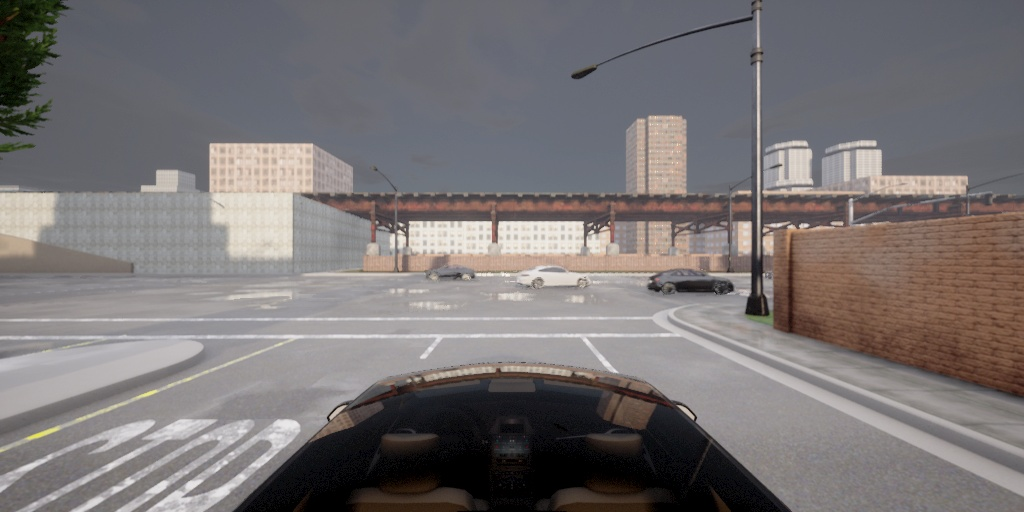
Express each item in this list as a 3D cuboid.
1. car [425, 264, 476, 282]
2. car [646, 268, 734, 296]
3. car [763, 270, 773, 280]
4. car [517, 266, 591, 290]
[{"bbox_3d":[-5.067,1.385,29.922,4.181,1.385,1.994,0,0,0],"label":"car"},{"bbox_3d":[9.487,1.357,19.280,4.181,1.385,1.994,0,0,2],"label":"car"},{"bbox_3d":[23.690,1.421,29.638,4.718,1.301,1.895,0,0,1],"label":"car"},{"bbox_3d":[2.675,1.328,22.725,4.674,1.442,1.812,0,-1,-11],"label":"car"}]
